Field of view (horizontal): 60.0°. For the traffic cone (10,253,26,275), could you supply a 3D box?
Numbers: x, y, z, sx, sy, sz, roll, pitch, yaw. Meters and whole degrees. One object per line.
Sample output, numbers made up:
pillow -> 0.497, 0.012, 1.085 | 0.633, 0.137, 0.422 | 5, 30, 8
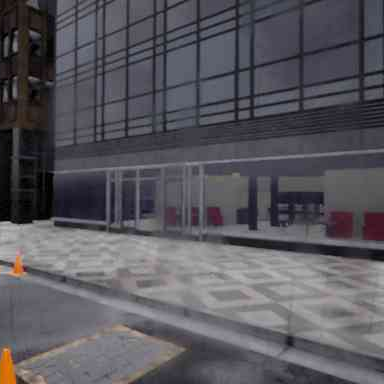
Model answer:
traffic cone -> -5.005, 2.059, 9.597 | 0.340, 0.580, 0.340 | 0, -1, 37

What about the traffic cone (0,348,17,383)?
traffic cone -> -2.007, 1.996, 3.596 | 0.340, 0.580, 0.340 | 0, -1, 37
